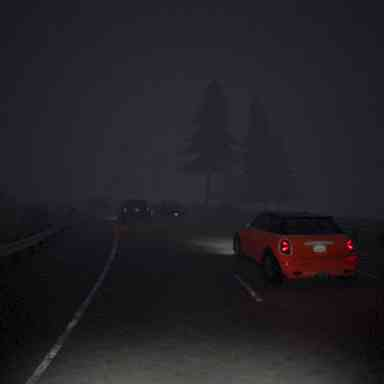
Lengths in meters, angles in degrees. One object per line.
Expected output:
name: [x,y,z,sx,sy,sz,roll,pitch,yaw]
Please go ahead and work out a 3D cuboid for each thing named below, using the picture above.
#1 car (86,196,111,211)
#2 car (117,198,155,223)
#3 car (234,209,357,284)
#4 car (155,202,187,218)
car: [-11.269,1.239,39.899,2.097,1.767,4.553,0,0,-30]
car: [-4.410,1.275,24.831,2.097,1.767,4.553,0,0,-17]
car: [2.671,1.311,9.717,2.097,1.767,4.553,0,0,-7]
car: [-2.064,1.505,28.855,1.895,1.301,4.718,0,0,-21]
